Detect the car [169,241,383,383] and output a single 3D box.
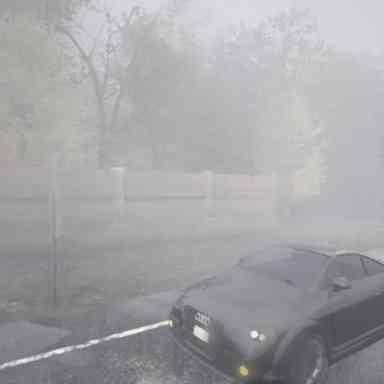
[{"bbox_3d":[1.736,1.538,5.210,4.181,1.385,1.994,0,2,-35],"label":"car"}]
